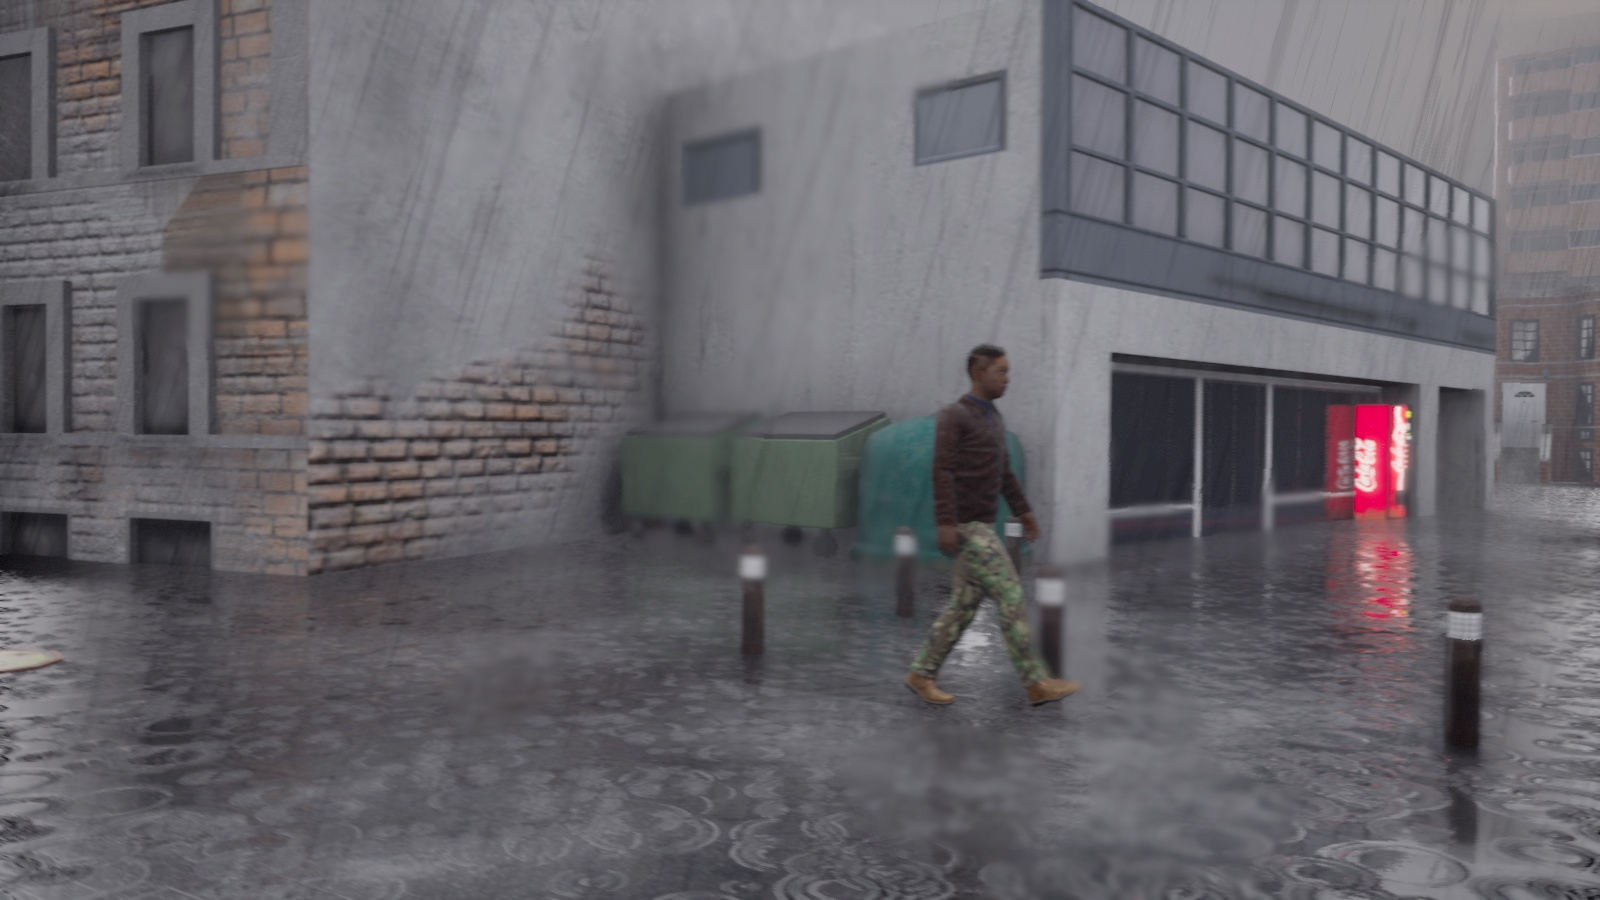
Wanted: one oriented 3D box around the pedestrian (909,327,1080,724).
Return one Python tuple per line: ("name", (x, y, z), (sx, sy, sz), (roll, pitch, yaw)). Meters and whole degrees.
("pedestrian", (0.958, 0.348, 6.187), (0.703, 1.840, 0.431), (0, 1, 34))
